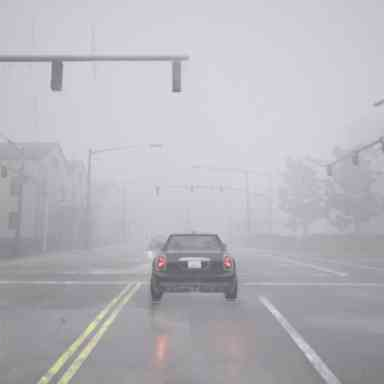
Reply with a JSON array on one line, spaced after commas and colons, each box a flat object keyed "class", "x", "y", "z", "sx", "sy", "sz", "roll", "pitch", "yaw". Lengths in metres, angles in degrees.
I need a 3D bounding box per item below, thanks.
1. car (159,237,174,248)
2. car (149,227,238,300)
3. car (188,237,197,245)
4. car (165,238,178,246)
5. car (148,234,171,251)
[{"class": "car", "x": -3.592, "y": 7.129, "z": 47.303, "sx": 1.837, "sy": 1.490, "sz": 4.892, "roll": 0, "pitch": -8, "yaw": 0}, {"class": "car", "x": -0.016, "y": 1.929, "z": 9.856, "sx": 2.097, "sy": 1.767, "sz": 4.553, "roll": 0, "pitch": -6, "yaw": -2}, {"class": "car", "x": 0.089, "y": 9.386, "z": 64.023, "sx": 1.837, "sy": 1.490, "sz": 4.892, "roll": 0, "pitch": -8, "yaw": 0}, {"class": "car", "x": -3.557, "y": 8.597, "z": 57.463, "sx": 1.895, "sy": 1.301, "sz": 4.718, "roll": 0, "pitch": -8, "yaw": 0}, {"class": "car", "x": -3.599, "y": 5.632, "z": 37.361, "sx": 2.097, "sy": 1.767, "sz": 4.553, "roll": 0, "pitch": -8, "yaw": 0}]
